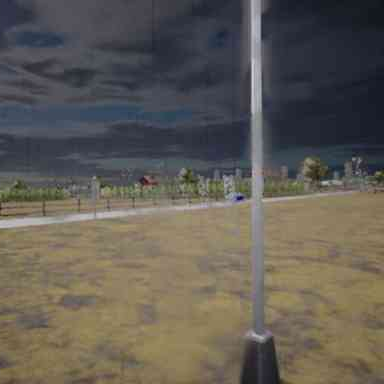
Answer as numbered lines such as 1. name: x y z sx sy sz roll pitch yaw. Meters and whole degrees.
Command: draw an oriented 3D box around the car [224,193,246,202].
1. car: 7.070 0.859 54.865 1.882 1.535 5.008 0 1 36
